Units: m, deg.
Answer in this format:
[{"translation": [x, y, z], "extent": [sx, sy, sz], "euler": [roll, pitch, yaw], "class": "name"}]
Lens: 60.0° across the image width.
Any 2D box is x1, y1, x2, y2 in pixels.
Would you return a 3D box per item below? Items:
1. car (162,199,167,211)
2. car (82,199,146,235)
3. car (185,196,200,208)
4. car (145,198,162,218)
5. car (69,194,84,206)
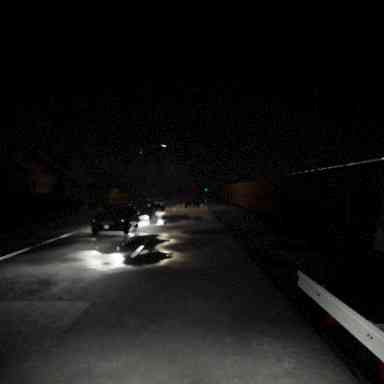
[{"translation": [-3.994, 1.395, 37.899], "extent": [1.895, 1.301, 4.718], "euler": [0, 0, 0], "class": "car"}, {"translation": [-4.092, 1.391, 18.367], "extent": [2.128, 1.511, 4.902], "euler": [0, 0, 0], "class": "car"}, {"translation": [0.059, 1.284, 44.489], "extent": [1.812, 1.442, 4.674], "euler": [0, 0, 0], "class": "car"}, {"translation": [-4.068, 1.340, 27.847], "extent": [2.128, 1.511, 4.902], "euler": [0, 0, 0], "class": "car"}, {"translation": [-14.556, 0.962, 39.068], "extent": [3.633, 1.501, 1.845], "euler": [0, 0, -3], "class": "car"}]
